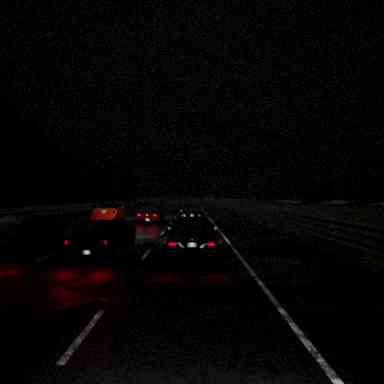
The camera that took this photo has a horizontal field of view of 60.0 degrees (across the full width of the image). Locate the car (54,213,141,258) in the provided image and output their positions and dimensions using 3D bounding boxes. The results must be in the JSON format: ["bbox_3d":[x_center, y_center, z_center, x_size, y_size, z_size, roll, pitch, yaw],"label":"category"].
[{"bbox_3d":[-3.482,1.735,13.273,1.895,1.301,4.718,0,0,0],"label":"car"}]

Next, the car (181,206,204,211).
[{"bbox_3d":[0.010,1.826,27.536,2.033,1.411,5.357,0,-1,0],"label":"car"}]

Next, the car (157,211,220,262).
[{"bbox_3d":[0.012,1.672,12.553,2.033,1.411,5.357,0,-1,0],"label":"car"}]

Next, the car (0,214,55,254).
[{"bbox_3d":[-6.979,1.650,13.923,1.812,1.442,4.674,0,-1,0],"label":"car"}]

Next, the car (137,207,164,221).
[{"bbox_3d":[-3.483,1.887,28.272,1.895,1.301,4.718,0,-1,0],"label":"car"}]

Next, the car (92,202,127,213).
[{"bbox_3d":[-6.981,1.639,28.447,2.097,1.767,4.553,0,-1,0],"label":"car"}]
